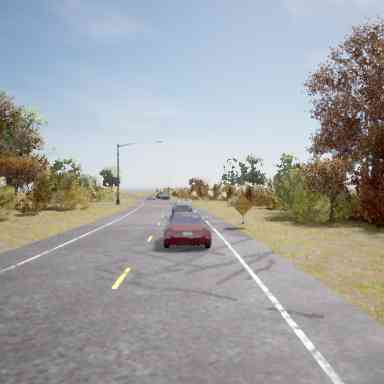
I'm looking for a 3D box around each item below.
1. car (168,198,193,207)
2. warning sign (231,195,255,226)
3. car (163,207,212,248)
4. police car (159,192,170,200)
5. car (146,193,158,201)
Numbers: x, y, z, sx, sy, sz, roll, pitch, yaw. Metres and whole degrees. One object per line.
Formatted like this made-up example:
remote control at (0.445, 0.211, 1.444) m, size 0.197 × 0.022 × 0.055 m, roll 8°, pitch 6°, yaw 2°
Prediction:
car at (-0.906, 1.486, 29.786) m, size 2.128 × 1.511 × 4.902 m, roll 0°, pitch 0°, yaw -3°
warning sign at (3.126, 1.109, 20.445) m, size 1.300 × 1.860 × 1.060 m, roll 0°, pitch 0°, yaw -2°
car at (-0.227, 1.570, 14.749) m, size 1.994 × 1.385 × 4.181 m, roll 0°, pitch 0°, yaw -2°
police car at (-7.199, 1.335, 90.354) m, size 1.930 × 1.638 × 5.238 m, roll 0°, pitch 0°, yaw -10°
car at (-9.415, 1.404, 76.171) m, size 1.812 × 1.442 × 4.674 m, roll 0°, pitch 0°, yaw -9°
